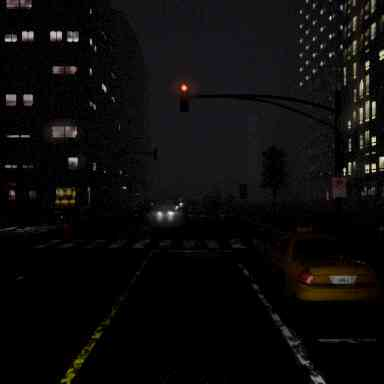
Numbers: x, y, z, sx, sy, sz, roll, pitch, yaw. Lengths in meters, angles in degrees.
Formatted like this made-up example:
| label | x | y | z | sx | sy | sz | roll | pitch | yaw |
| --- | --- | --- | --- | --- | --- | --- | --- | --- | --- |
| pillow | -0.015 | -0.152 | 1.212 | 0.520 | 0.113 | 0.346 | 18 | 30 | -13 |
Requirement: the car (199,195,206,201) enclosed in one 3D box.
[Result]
| label | x | y | z | sx | sy | sz | roll | pitch | yaw |
| --- | --- | --- | --- | --- | --- | --- | --- | --- | --- |
| car | 2.761 | 1.624 | 90.385 | 1.752 | 1.417 | 4.829 | 0 | 0 | 0 |

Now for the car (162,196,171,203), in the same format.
| label | x | y | z | sx | sy | sz | roll | pitch | yaw |
| --- | --- | --- | --- | --- | --- | --- | --- | --- | --- |
| car | -5.633 | 1.648 | 73.642 | 1.802 | 1.307 | 4.206 | 0 | 0 | 0 |

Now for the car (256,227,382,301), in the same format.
| label | x | y | z | sx | sy | sz | roll | pitch | yaw |
| --- | --- | --- | --- | --- | --- | --- | --- | --- | --- |
| car | 2.694 | 1.526 | 8.232 | 1.752 | 1.417 | 4.829 | 0 | 0 | 0 |

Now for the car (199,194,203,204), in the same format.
| label | x | y | z | sx | sy | sz | roll | pitch | yaw |
| --- | --- | --- | --- | --- | --- | --- | --- | --- | --- |
| car | 2.737 | 1.361 | 62.581 | 2.192 | 1.841 | 5.009 | 0 | 0 | 0 |

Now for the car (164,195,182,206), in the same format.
| label | x | y | z | sx | sy | sz | roll | pitch | yaw |
| --- | --- | --- | --- | --- | --- | --- | --- | --- | --- |
| car | -3.044 | 1.582 | 55.162 | 2.033 | 1.411 | 5.357 | 0 | 0 | 0 |

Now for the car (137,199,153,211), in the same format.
| label | x | y | z | sx | sy | sz | roll | pitch | yaw |
| --- | --- | --- | --- | --- | --- | --- | --- | --- | --- |
| car | -5.659 | 1.567 | 40.482 | 2.008 | 1.369 | 4.403 | 0 | 0 | 0 |

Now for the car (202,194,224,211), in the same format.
| label | x | y | z | sx | sy | sz | roll | pitch | yaw |
| --- | --- | --- | --- | --- | --- | --- | --- | --- | --- |
| car | 2.720 | 1.332 | 40.475 | 2.192 | 1.841 | 5.009 | 0 | 0 | 0 |

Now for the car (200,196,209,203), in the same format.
| label | x | y | z | sx | sy | sz | roll | pitch | yaw |
| --- | --- | --- | --- | --- | --- | --- | --- | --- | --- |
| car | 2.747 | 1.611 | 73.635 | 1.887 | 1.381 | 4.507 | 0 | 0 | 0 |

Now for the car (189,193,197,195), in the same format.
| label | x | y | z | sx | sy | sz | roll | pitch | yaw |
| --- | --- | --- | --- | --- | --- | --- | --- | --- | --- |
| car | 0.066 | 1.303 | 80.095 | 2.150 | 2.045 | 5.566 | 0 | 0 | 0 |

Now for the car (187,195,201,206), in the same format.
| label | x | y | z | sx | sy | sz | roll | pitch | yaw |
| --- | --- | --- | --- | --- | --- | --- | --- | --- | --- |
| car | 0.150 | 1.638 | 56.948 | 1.895 | 1.301 | 4.718 | 0 | 0 | 0 |

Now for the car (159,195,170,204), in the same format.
| label | x | y | z | sx | sy | sz | roll | pitch | yaw |
| --- | --- | --- | --- | --- | --- | --- | --- | --- | --- |
| car | -5.638 | 1.496 | 68.115 | 1.967 | 1.590 | 4.097 | 0 | 0 | 0 |

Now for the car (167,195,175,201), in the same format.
| label | x | y | z | sx | sy | sz | roll | pitch | yaw |
| --- | --- | --- | --- | --- | --- | --- | --- | --- | --- |
| car | -5.619 | 1.624 | 90.052 | 1.752 | 1.417 | 4.829 | 0 | 0 | 0 |

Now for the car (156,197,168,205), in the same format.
| label | x | y | z | sx | sy | sz | roll | pitch | yaw |
| --- | --- | --- | --- | --- | --- | --- | --- | --- | --- |
| car | -5.642 | 1.591 | 62.587 | 1.887 | 1.381 | 4.507 | 0 | 0 | 0 |

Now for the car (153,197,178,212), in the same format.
| label | x | y | z | sx | sy | sz | roll | pitch | yaw |
| --- | --- | --- | --- | --- | --- | --- | --- | --- | --- |
| car | -3.069 | 1.579 | 39.425 | 1.994 | 1.385 | 4.181 | 0 | 0 | 0 |

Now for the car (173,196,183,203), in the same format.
| label | x | y | z | sx | sy | sz | roll | pitch | yaw |
| --- | --- | --- | --- | --- | --- | --- | --- | --- | --- |
| car | -2.943 | 1.583 | 69.288 | 1.812 | 1.442 | 4.674 | 0 | 0 | 0 |

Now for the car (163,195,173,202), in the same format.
| label | x | y | z | sx | sy | sz | roll | pitch | yaw |
| --- | --- | --- | --- | --- | --- | --- | --- | --- | --- |
| car | -5.629 | 1.516 | 79.168 | 1.967 | 1.590 | 4.097 | 0 | 0 | 0 |

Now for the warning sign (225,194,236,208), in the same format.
| label | x | y | z | sx | sy | sz | roll | pitch | yaw |
| --- | --- | --- | --- | --- | --- | --- | --- | --- | --- |
| warning sign | 5.109 | 1.135 | 43.730 | 1.300 | 1.860 | 1.060 | 0 | 0 | 0 |

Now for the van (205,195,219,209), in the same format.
| label | x | y | z | sx | sy | sz | roll | pitch | yaw |
| --- | --- | --- | --- | --- | --- | --- | --- | --- | --- |
| van | 2.724 | 1.363 | 46.001 | 1.690 | 1.788 | 3.998 | 0 | 0 | 0 |

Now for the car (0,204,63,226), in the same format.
| label | x | y | z | sx | sy | sz | roll | pitch | yaw |
| --- | --- | --- | --- | --- | --- | --- | --- | --- | --- |
| car | -12.259 | 1.680 | 24.881 | 4.892 | 1.490 | 1.837 | -1 | 2 | -6 |
